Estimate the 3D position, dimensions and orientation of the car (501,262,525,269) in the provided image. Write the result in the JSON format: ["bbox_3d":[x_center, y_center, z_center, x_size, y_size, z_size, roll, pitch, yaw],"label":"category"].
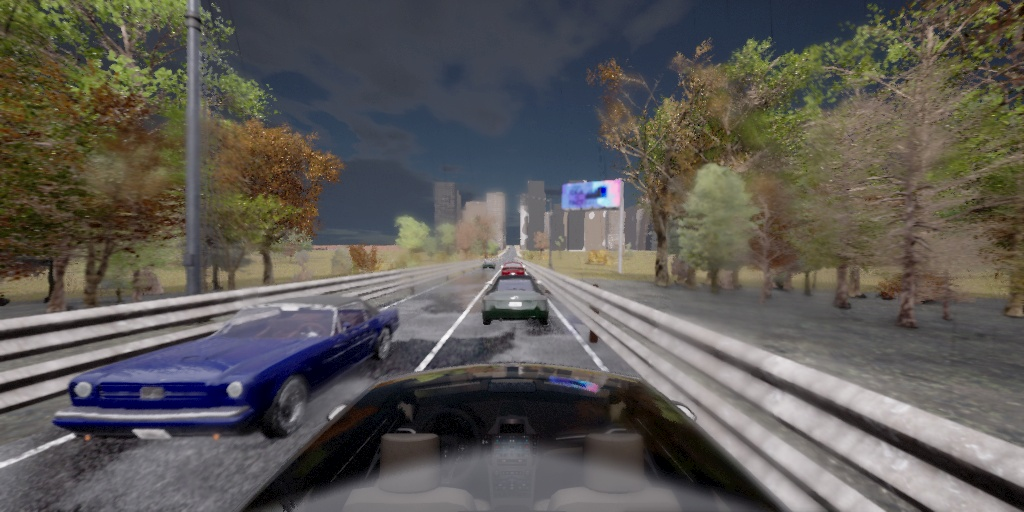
[{"bbox_3d":[0.085,1.218,30.224,1.882,1.535,5.008,0,0,0],"label":"car"}]

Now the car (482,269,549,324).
[{"bbox_3d":[0.099,1.310,11.982,1.994,1.385,4.181,0,0,0],"label":"car"}]

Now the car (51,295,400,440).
[{"bbox_3d":[-3.351,1.350,5.545,1.895,1.301,4.718,0,0,0],"label":"car"}]

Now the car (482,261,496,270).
[{"bbox_3d":[-3.286,1.347,51.539,1.895,1.301,4.718,0,0,0],"label":"car"}]
